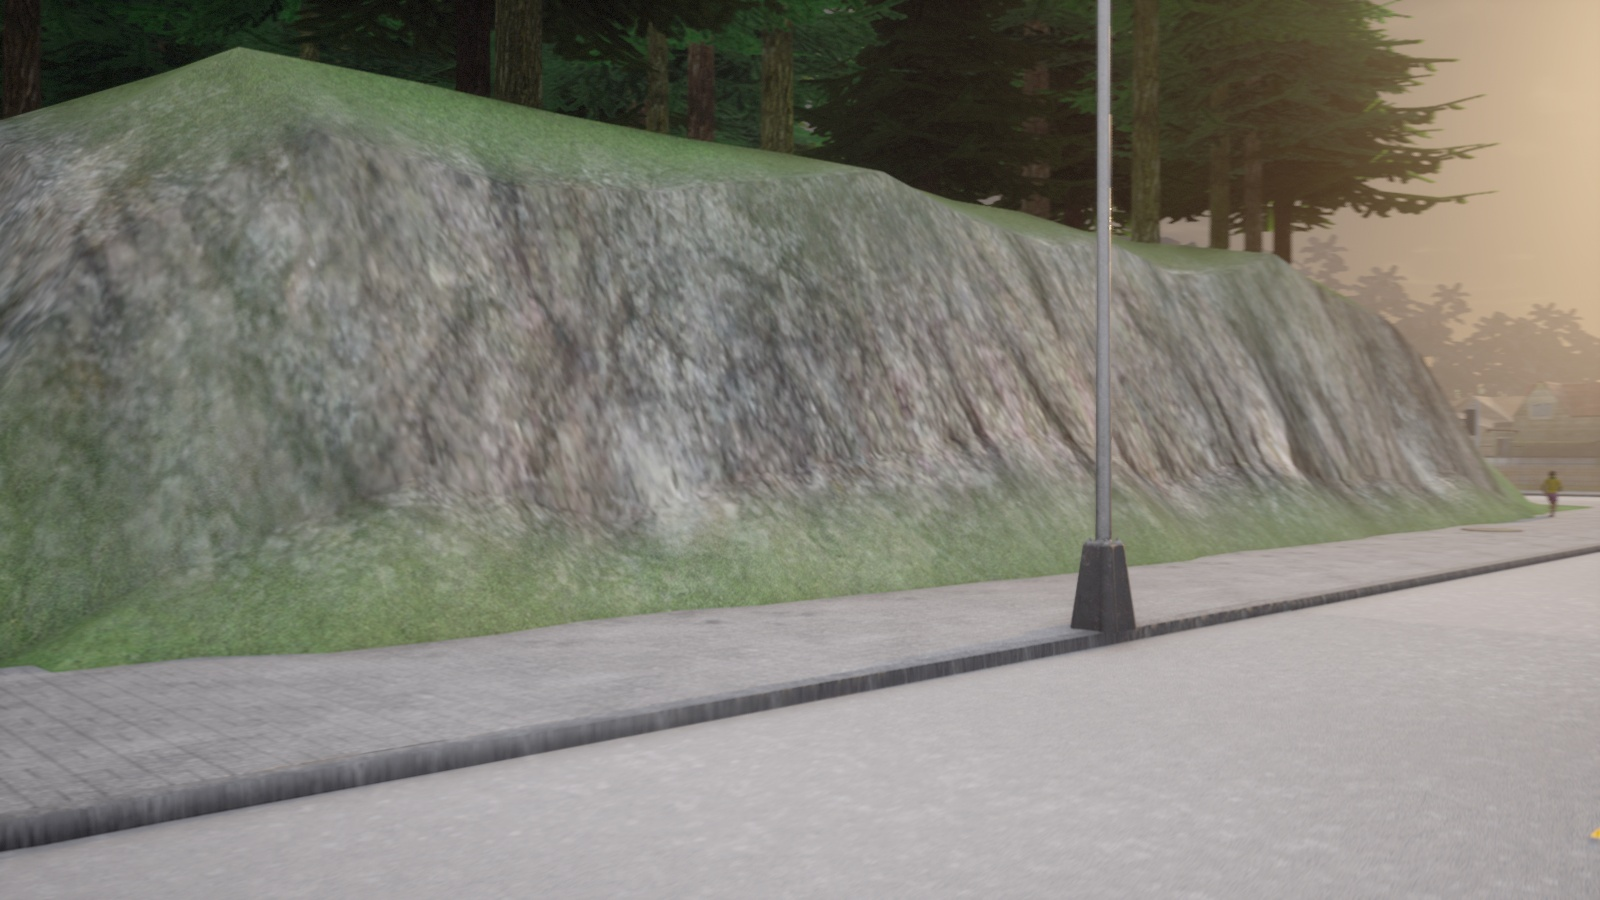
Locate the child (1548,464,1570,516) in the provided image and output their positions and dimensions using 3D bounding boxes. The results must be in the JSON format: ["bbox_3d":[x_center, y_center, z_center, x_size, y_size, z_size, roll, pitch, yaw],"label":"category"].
[{"bbox_3d":[17.200,0.907,28.458,0.473,1.160,0.299,0,0,-44],"label":"child"}]
